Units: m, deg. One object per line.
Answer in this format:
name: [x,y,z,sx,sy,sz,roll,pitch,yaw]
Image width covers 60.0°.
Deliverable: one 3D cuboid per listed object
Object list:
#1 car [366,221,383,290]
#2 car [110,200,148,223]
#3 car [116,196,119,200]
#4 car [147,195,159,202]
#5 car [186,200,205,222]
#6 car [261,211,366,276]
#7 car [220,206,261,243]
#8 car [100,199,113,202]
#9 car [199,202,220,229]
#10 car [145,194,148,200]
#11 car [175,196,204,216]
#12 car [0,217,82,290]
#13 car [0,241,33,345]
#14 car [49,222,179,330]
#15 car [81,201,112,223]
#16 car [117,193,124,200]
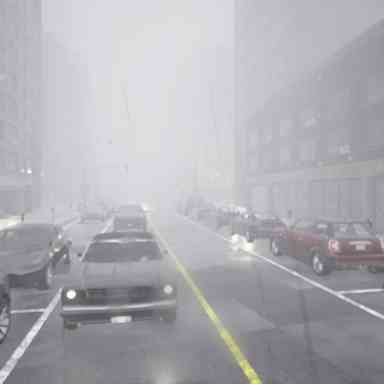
car: [4.987,1.447,5.047,1.967,1.590,4.097,0,0,-10]
car: [-3.754,1.488,20.344,1.882,1.535,5.008,0,0,-10]
car: [-9.341,1.457,36.118,1.967,1.590,4.097,0,0,-10]
car: [-9.104,1.513,80.780,1.967,1.590,4.097,0,0,-12]
car: [1.026,1.585,26.783,1.947,1.339,4.313,0,0,-10]
car: [3.997,1.450,10.481,1.967,1.590,4.097,0,0,-10]
car: [3.007,1.564,15.915,2.008,1.369,4.403,0,0,-10]
car: [-8.351,1.580,30.683,1.947,1.339,4.313,0,0,-10]
car: [2.017,1.567,21.349,2.008,1.369,4.403,0,0,-10]
car: [-11.375,1.672,91.859,1.802,1.307,4.206,0,0,-12]
car: [0.037,1.336,32.218,2.192,1.841,5.009,0,0,-10]
car: [-4.388,1.568,8.940,1.947,1.339,4.313,0,0,-10]
car: [-3.398,1.566,3.505,1.947,1.339,4.313,0,0,-10]
car: [-1.463,1.604,7.160,1.895,1.301,4.718,0,0,-10]
car: [-7.360,1.593,25.247,1.802,1.307,4.206,0,0,-10]
car: [-19.728,1.522,90.156,1.967,1.590,4.097,0,0,-12]
